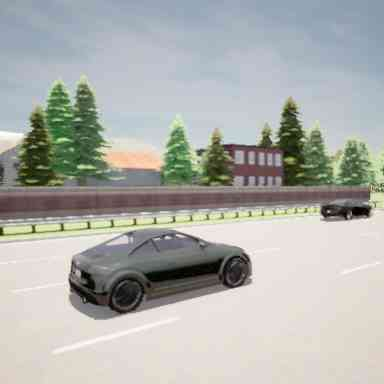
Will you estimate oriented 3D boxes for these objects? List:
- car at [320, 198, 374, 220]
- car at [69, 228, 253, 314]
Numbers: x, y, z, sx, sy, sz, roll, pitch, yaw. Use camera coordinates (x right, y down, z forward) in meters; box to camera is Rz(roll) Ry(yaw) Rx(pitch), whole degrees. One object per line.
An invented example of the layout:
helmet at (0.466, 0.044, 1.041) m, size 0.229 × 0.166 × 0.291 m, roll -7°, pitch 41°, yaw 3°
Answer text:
car at (11.713, 1.224, 24.990) m, size 5.008 × 1.535 × 1.882 m, roll -1°, pitch 0°, yaw -35°
car at (-0.582, 1.523, 7.633) m, size 4.181 × 1.385 × 1.994 m, roll -1°, pitch 0°, yaw -35°
